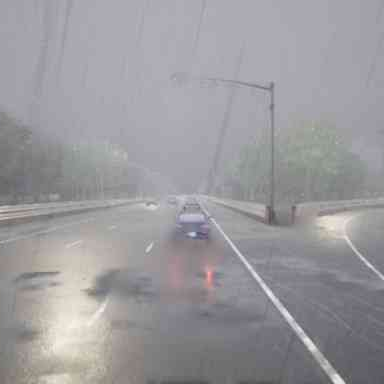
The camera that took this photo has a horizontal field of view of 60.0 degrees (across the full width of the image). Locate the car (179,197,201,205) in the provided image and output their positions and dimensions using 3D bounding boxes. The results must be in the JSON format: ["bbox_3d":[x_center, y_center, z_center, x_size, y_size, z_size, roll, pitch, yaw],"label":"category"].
[{"bbox_3d":[-0.005,1.652,36.595,2.128,1.511,4.902,0,0,0],"label":"car"}]

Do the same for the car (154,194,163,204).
[{"bbox_3d":[-7.011,1.483,70.556,2.150,2.045,5.566,0,0,0],"label":"car"}]

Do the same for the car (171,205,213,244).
[{"bbox_3d":[-0.003,1.589,16.020,1.812,1.442,4.674,0,0,0],"label":"car"}]

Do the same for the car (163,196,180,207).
[{"bbox_3d":[-3.509,1.659,59.339,2.097,1.767,4.553,0,0,0],"label":"car"}]

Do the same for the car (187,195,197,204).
[{"bbox_3d":[-0.011,1.630,70.873,2.097,1.767,4.553,0,0,0],"label":"car"}]

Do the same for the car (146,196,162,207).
[{"bbox_3d":[-7.009,1.832,59.369,1.812,1.442,4.674,0,0,0],"label":"car"}]

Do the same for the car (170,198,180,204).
[{"bbox_3d":[-3.510,1.859,70.684,1.895,1.301,4.718,0,0,0],"label":"car"}]
